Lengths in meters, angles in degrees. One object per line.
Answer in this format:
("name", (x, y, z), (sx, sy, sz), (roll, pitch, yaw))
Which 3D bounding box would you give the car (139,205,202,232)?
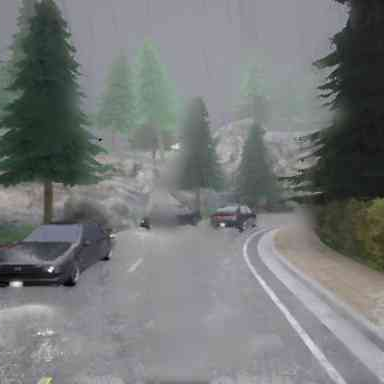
("car", (-1.112, 1.546, 20.775), (2.033, 1.411, 5.357), (0, 0, 25))

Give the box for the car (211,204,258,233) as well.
("car", (2.621, 1.503, 20.022), (1.837, 1.490, 4.892), (-1, 0, 24))

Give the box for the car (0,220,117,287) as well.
("car", (-3.608, 1.547, 9.618), (2.033, 1.411, 5.357), (0, 0, 2))
